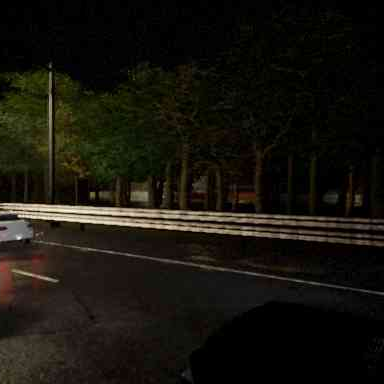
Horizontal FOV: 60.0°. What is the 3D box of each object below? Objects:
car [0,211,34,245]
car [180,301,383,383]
[{"bbox_3d":[-8.543,1.504,13.996,4.674,1.442,1.812,0,0,34],"label":"car"},{"bbox_3d":[2.237,1.599,2.370,4.718,1.301,1.895,0,0,35],"label":"car"}]
